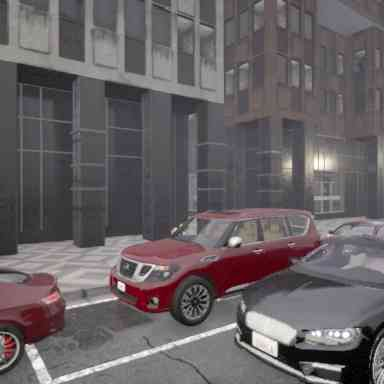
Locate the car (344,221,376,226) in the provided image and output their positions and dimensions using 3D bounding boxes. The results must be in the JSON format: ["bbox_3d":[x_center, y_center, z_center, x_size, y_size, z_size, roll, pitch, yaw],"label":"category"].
[{"bbox_3d":[5.387,1.592,10.475,4.206,1.307,1.802,0,0,-35],"label":"car"}]

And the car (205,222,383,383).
[{"bbox_3d":[2.839,1.496,5.271,4.902,1.511,2.128,0,0,-35],"label":"car"}]

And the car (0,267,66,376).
[{"bbox_3d":[-3.745,1.581,3.983,4.206,1.307,1.802,0,0,-35],"label":"car"}]

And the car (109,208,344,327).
[{"bbox_3d":[0.821,1.320,7.230,5.009,1.841,2.192,0,0,-35],"label":"car"}]
